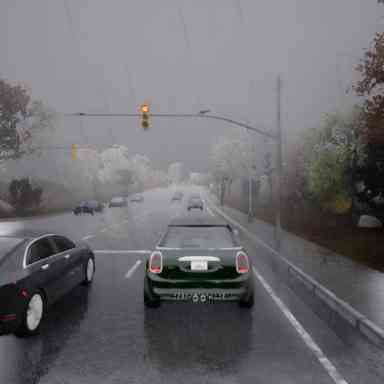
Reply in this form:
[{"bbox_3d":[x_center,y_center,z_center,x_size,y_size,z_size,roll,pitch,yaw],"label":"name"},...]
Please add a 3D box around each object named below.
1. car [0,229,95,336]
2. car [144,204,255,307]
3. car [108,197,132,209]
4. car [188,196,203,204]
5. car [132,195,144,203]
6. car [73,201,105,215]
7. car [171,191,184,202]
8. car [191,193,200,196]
[{"bbox_3d":[-3.377,1.503,6.627,1.837,1.490,4.892,0,0,0],"label":"car"},{"bbox_3d":[0.143,1.350,8.127,2.097,1.767,4.553,0,0,0],"label":"car"},{"bbox_3d":[-10.229,1.463,46.405,1.882,1.535,5.008,0,0,1],"label":"car"},{"bbox_3d":[0.418,1.534,42.051,2.033,1.411,5.357,0,0,1],"label":"car"},{"bbox_3d":[-10.065,1.265,60.728,1.994,1.385,4.181,0,3,1],"label":"car"},{"bbox_3d":[-10.353,1.590,33.616,1.895,1.301,4.718,0,0,1],"label":"car"},{"bbox_3d":[-2.984,1.050,64.608,2.033,1.411,5.357,0,3,1],"label":"car"},{"bbox_3d":[0.536,0.989,65.751,2.033,1.411,5.357,0,3,1],"label":"car"}]
